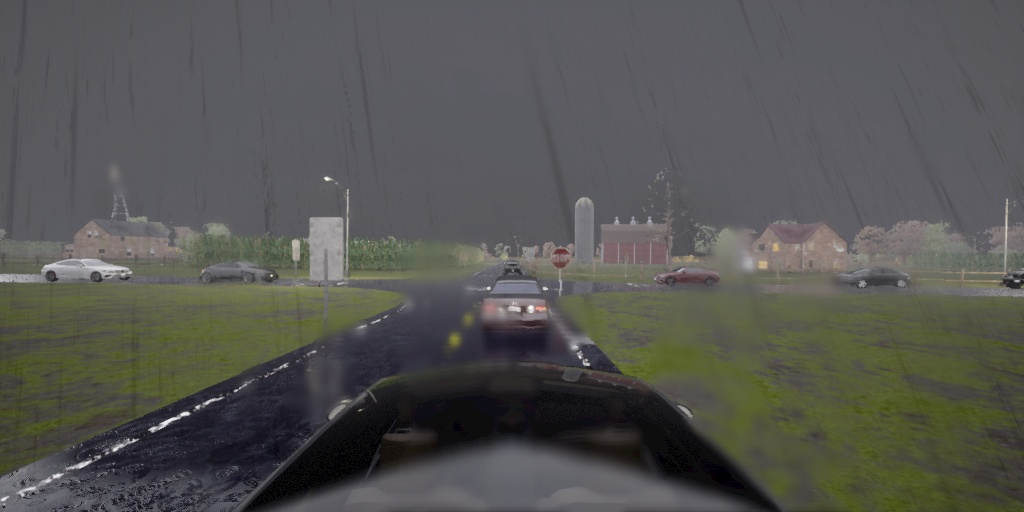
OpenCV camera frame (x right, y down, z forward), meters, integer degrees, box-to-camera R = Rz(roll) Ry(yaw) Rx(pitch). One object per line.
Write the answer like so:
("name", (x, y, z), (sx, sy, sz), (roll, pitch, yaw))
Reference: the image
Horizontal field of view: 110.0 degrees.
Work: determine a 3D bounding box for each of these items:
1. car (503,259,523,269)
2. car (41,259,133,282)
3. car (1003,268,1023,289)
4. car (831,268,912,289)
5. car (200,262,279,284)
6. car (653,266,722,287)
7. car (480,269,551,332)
("car", (0.089, 1.270, 39.749), (1.837, 1.490, 4.892), (-1, 0, 0))
("car", (-27.841, 0.906, 23.526), (4.674, 1.442, 1.812), (1, 1, 0))
("car", (40.255, 1.528, 26.570), (5.566, 2.045, 2.150), (0, 1, 1))
("car", (26.569, 1.633, 26.576), (4.892, 1.490, 1.837), (1, 1, 0))
("car", (-17.796, 1.094, 23.540), (4.181, 1.385, 1.994), (1, 1, 0))
("car", (12.958, 1.466, 26.588), (4.674, 1.442, 1.812), (1, 1, 1))
("car", (0.149, 1.297, 10.892), (2.033, 1.411, 5.357), (0, 0, 2))
